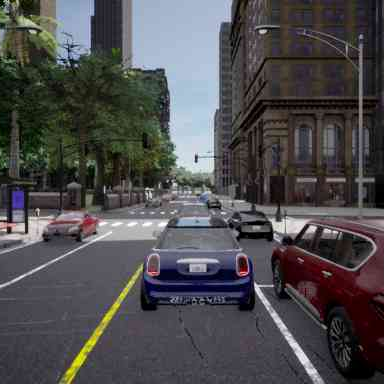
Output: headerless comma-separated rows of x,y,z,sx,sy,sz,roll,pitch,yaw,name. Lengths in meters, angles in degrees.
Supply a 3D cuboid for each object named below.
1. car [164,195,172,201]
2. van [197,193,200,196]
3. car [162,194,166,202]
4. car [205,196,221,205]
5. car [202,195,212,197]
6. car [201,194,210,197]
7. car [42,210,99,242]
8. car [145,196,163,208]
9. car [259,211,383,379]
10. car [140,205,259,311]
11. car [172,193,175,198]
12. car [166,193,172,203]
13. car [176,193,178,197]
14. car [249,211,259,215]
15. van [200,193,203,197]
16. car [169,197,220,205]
-5.757,1.467,80.520,1.752,1.417,4.829,0,0,0,car
2.768,1.283,80.669,1.690,1.788,3.998,0,0,0,van
-5.760,1.414,53.587,1.967,1.590,4.097,0,0,0,car
2.764,1.548,42.726,1.947,1.339,4.313,0,0,0,car
2.765,1.544,48.147,1.947,1.339,4.313,0,0,0,car
2.765,1.499,53.737,1.752,1.417,4.829,0,0,0,car
-5.764,1.578,16.308,1.802,1.307,4.206,0,0,0,car
-5.761,1.529,48.168,2.008,1.369,4.403,0,0,0,car
2.759,1.314,5.439,2.192,1.841,5.009,0,0,0,car
0.104,1.351,7.939,2.097,1.767,4.553,0,0,0,car
-5.758,1.264,75.269,2.192,1.841,5.009,0,0,0,car
-5.758,1.397,69.849,1.967,1.590,4.097,0,0,0,car
-5.756,1.240,91.530,2.192,1.841,5.009,0,0,0,car
2.761,1.562,16.290,1.947,1.339,4.313,0,0,0,car
2.765,1.310,58.987,1.690,1.788,3.998,0,0,0,van
0.103,1.348,17.473,2.097,1.767,4.553,0,0,0,car
